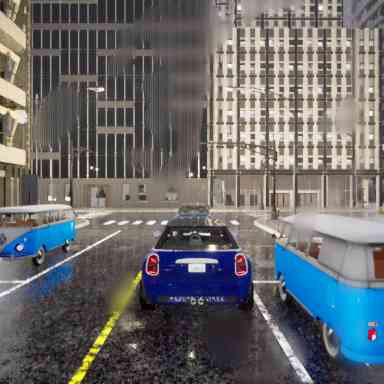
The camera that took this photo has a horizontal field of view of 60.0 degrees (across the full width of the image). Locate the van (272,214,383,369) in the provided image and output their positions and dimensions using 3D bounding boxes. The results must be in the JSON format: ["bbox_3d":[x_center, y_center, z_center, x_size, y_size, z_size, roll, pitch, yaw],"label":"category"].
[{"bbox_3d":[2.559,1.342,5.593,1.690,1.788,3.998,0,0,0],"label":"van"}]

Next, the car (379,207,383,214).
[{"bbox_3d":[18.984,1.488,29.013,4.829,1.417,1.752,0,0,0],"label":"car"}]

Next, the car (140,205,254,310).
[{"bbox_3d":[0.085,1.354,7.966,2.097,1.767,4.553,0,0,0],"label":"car"}]

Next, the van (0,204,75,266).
[{"bbox_3d":[-5.333,1.344,11.261,1.690,1.788,3.998,0,0,0],"label":"van"}]

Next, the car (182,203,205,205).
[{"bbox_3d":[0.088,1.358,17.992,2.097,1.767,4.553,0,0,0],"label":"car"}]
